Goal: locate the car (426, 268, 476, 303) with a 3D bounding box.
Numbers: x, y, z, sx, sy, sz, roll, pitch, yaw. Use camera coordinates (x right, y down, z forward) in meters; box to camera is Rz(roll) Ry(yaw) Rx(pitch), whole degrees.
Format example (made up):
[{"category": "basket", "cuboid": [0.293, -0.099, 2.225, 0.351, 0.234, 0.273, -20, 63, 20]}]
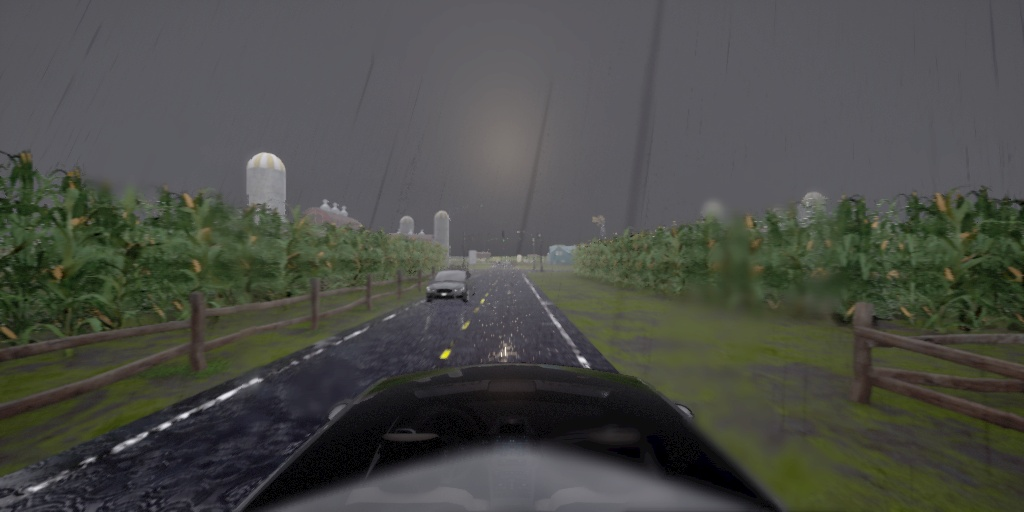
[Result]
[{"category": "car", "cuboid": [-2.844, 1.372, 17.455, 1.837, 1.490, 4.892, 0, 0, 0]}]
